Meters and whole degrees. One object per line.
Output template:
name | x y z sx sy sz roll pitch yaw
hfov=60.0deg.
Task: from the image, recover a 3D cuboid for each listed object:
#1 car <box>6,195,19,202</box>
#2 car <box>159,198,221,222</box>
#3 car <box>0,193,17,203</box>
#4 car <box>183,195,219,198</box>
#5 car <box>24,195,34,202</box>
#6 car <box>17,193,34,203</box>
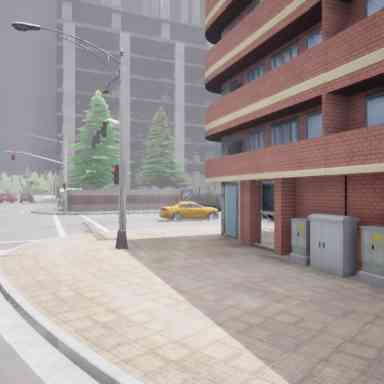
car | -42.153 1.540 78.223 2.033 1.411 5.357 0 0 -23
car | -0.196 1.533 27.173 5.008 1.535 1.882 0 0 -22
car | -38.004 1.225 68.432 2.150 2.045 5.566 0 0 -23
car | 0.117 1.277 31.313 5.566 2.045 2.150 0 0 -23
car | -38.768 1.524 79.205 1.812 1.442 4.674 0 0 -23
car | -34.638 1.225 69.458 2.150 2.045 5.566 0 0 -23
